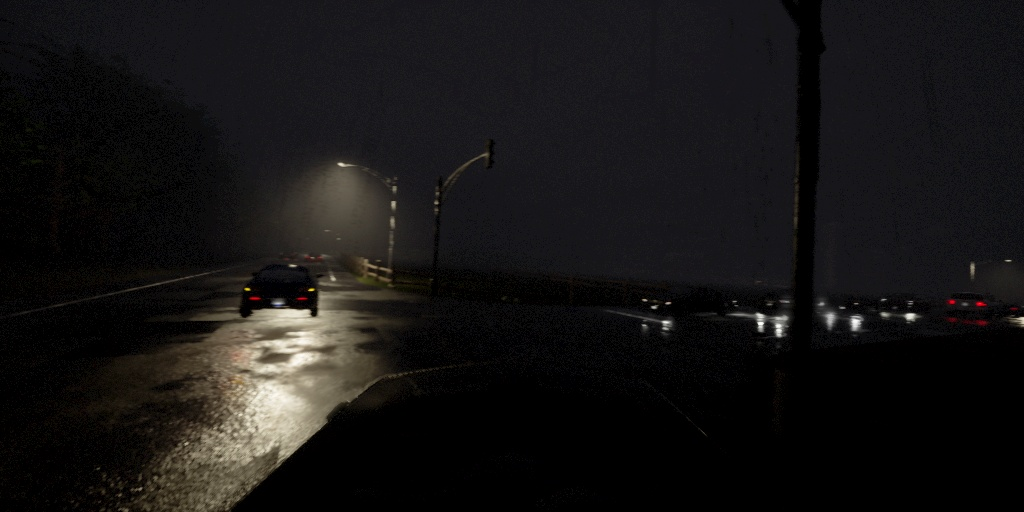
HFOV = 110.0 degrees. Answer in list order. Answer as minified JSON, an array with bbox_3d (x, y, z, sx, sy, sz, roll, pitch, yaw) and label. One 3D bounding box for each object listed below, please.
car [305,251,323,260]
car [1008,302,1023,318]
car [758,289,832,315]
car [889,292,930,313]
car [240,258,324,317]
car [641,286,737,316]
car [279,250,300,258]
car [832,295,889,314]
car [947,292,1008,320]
[{"bbox_3d":[-25.684,0.255,46.523,1.994,1.385,4.181,4,-1,-28],"label":"car"},{"bbox_3d":[47.249,5.098,34.278,4.181,1.385,1.994,4,-2,-28],"label":"car"},{"bbox_3d":[17.830,2.876,22.932,4.902,1.511,2.128,4,-2,-28],"label":"car"},{"bbox_3d":[34.888,4.053,31.820,4.553,1.767,2.097,4,-2,-27],"label":"car"},{"bbox_3d":[-7.056,0.957,11.247,1.812,1.442,4.674,4,-1,-28],"label":"car"},{"bbox_3d":[9.197,2.266,18.434,5.357,1.411,2.033,4,-2,-27],"label":"car"},{"bbox_3d":[-33.530,-0.137,53.684,1.994,1.385,4.181,4,-1,-28],"label":"car"},{"bbox_3d":[26.250,3.636,27.336,4.718,1.301,1.895,4,-2,-27],"label":"car"},{"bbox_3d":[38.020,4.041,29.445,5.566,2.045,2.150,4,-2,-28],"label":"car"}]
